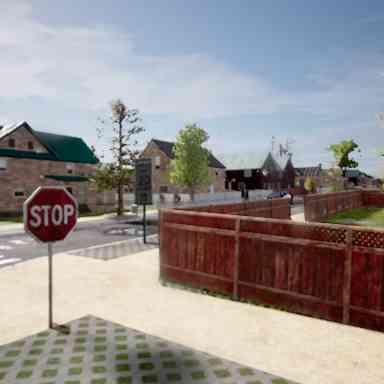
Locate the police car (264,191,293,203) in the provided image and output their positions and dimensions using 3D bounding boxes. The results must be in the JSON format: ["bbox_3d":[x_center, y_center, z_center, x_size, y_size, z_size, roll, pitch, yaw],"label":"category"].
[{"bbox_3d":[9.720,0.650,37.543,2.038,1.542,4.974,-1,1,36],"label":"police car"}]
